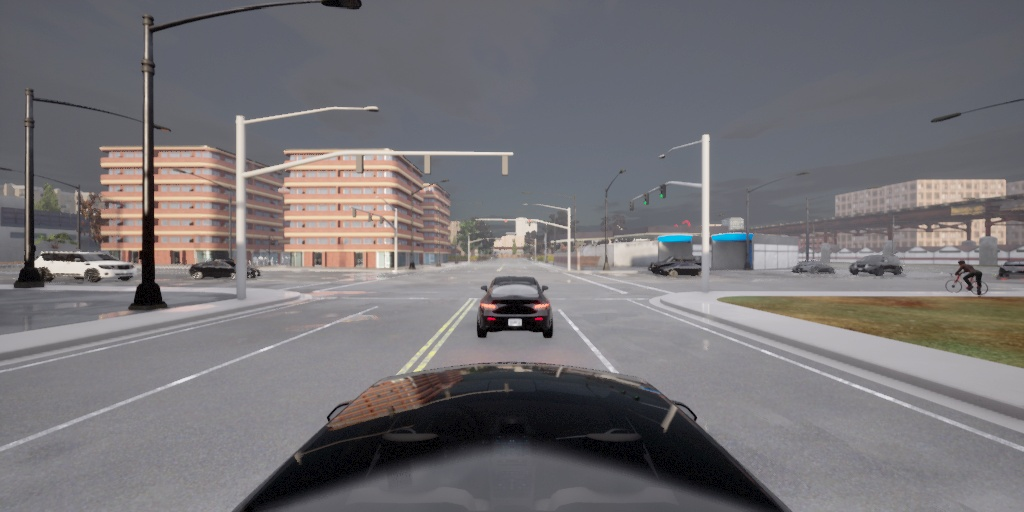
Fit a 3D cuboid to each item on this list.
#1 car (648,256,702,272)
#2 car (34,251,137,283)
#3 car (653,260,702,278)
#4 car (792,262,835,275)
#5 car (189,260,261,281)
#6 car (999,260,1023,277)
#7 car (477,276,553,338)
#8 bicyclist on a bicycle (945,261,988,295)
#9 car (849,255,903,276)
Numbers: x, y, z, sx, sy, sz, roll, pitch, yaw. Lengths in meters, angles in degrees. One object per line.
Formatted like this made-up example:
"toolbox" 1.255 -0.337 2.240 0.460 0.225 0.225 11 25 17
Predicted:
"car" 17.195 0.966 37.399 5.566 2.045 2.150 0 0 1
"car" -29.381 0.716 24.714 5.566 2.045 2.150 1 0 1
"car" 16.104 1.308 33.965 4.181 1.385 1.994 0 0 0
"car" 32.598 1.308 38.826 4.181 1.385 1.994 0 0 -16
"car" -22.409 1.098 28.084 4.892 1.490 1.837 1 0 1
"car" 47.797 1.236 33.834 4.902 1.511 2.128 0 0 -30
"car" 0.075 1.274 10.079 1.812 1.442 4.674 0 0 0
"bicyclist on a bicycle" 21.913 1.048 17.313 0.582 1.620 1.656 0 0 0
"car" 37.099 0.965 36.502 5.566 2.045 2.150 0 0 -21
